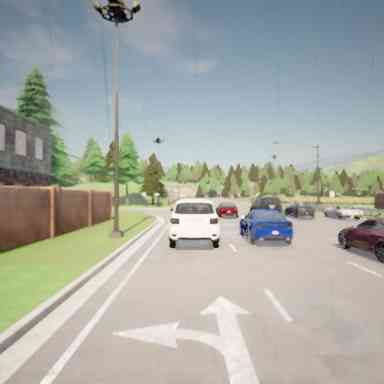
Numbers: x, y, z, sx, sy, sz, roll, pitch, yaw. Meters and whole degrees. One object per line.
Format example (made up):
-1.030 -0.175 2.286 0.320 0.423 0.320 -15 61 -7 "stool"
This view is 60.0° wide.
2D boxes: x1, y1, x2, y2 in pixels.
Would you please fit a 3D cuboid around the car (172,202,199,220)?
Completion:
-0.728 1.789 32.923 2.128 1.511 4.902 0 -1 -9 "car"

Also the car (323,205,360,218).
14.099 1.885 31.462 1.895 1.301 4.718 0 -1 0 "car"

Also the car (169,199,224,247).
0.098 1.366 15.961 2.150 2.045 5.566 0 -1 0 "car"

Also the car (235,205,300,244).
3.600 1.630 16.807 1.882 1.535 5.008 0 0 0 "car"

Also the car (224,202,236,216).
3.600 1.790 34.614 1.882 1.535 5.008 0 -1 0 "car"

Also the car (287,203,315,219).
10.600 1.790 32.982 2.128 1.511 4.902 0 -1 0 "car"

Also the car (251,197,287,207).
7.100 1.512 32.130 2.150 2.045 5.566 0 -1 0 "car"

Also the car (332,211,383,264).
7.101 1.636 12.125 1.812 1.442 4.674 0 -1 0 "car"
